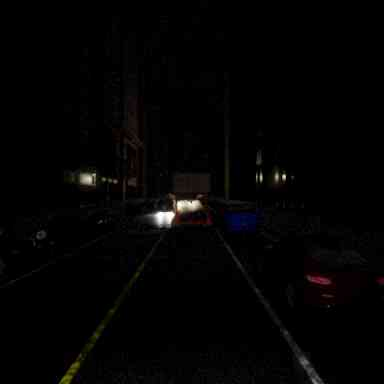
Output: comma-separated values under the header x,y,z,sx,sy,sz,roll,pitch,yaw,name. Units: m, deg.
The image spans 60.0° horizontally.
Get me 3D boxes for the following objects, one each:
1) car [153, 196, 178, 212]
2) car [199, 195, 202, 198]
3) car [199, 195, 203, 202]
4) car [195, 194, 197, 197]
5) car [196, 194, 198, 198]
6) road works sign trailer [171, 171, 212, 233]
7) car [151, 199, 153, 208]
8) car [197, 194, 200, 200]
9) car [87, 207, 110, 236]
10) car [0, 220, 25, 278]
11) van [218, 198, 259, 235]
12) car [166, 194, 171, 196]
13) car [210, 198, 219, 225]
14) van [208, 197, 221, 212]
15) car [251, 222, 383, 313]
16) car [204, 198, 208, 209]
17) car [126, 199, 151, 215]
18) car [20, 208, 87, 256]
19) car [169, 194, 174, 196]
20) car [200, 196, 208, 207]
x,y,z,sx,sy,sz,roll,pitch,yaw,name
-3.152,1.570,40.536,2.128,1.511,4.902,0,0,0,car
2.588,1.644,58.044,1.887,1.381,4.507,1,0,0,car
2.597,1.638,52.420,1.887,1.381,4.507,1,0,0,car
2.538,1.661,91.793,1.887,1.381,4.507,1,0,0,car
2.563,1.677,74.919,1.947,1.339,4.313,1,0,0,car
-0.030,0.509,20.129,2.380,3.560,2.880,0,0,0,road works sign trailer
-5.920,1.638,46.777,2.008,1.369,4.403,1,0,0,car
2.571,1.653,69.294,1.887,1.381,4.507,1,0,0,car
-5.878,1.587,18.655,1.887,1.381,4.507,1,0,0,car
-5.862,1.563,7.406,1.887,1.381,4.507,1,0,0,car
2.649,1.383,18.672,1.690,1.788,3.998,1,0,0,van
-5.955,1.690,69.275,1.802,1.307,4.206,1,0,0,car
2.640,1.493,24.296,1.967,1.590,4.097,1,0,0,car
2.632,1.403,29.922,1.690,1.788,3.998,1,0,0,van
2.664,1.600,7.422,1.802,1.307,4.206,1,0,0,car
2.622,1.622,35.546,2.008,1.369,4.403,1,0,0,car
-5.903,1.616,35.528,1.887,1.381,4.507,1,0,0,car
-5.869,1.471,13.030,1.967,1.590,4.097,1,0,0,car
-5.970,1.554,80.524,1.967,1.590,4.097,1,0,0,car
2.605,1.638,46.795,2.008,1.369,4.403,1,0,0,car
